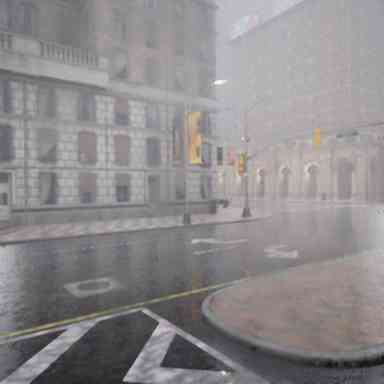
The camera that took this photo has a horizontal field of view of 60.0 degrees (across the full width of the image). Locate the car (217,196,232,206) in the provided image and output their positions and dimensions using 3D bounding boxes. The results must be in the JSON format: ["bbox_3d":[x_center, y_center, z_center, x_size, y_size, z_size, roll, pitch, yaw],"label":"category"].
[{"bbox_3d":[3.213,1.159,45.050,1.895,1.301,4.718,-1,1,-36],"label":"car"}]
